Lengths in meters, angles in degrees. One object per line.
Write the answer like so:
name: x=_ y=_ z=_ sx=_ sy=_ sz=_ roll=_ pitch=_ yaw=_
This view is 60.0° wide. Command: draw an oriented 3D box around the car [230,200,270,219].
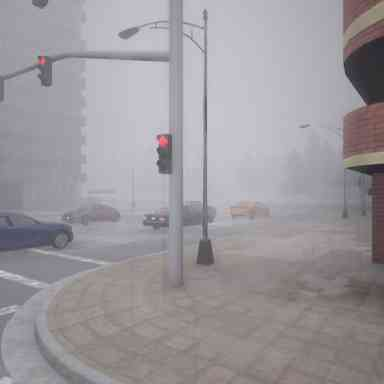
car: x=5.130 y=1.478 z=28.961 sx=1.882 sy=1.535 sz=5.008 roll=0 pitch=0 yaw=36

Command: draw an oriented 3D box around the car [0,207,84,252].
car: x=-6.837 y=1.478 z=12.342 sx=1.882 sy=1.535 sz=5.008 roll=0 pitch=0 yaw=36

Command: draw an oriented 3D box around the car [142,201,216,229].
car: x=-0.717 y=1.548 z=20.841 sx=2.033 sy=1.411 sz=5.357 roll=0 pitch=0 yaw=36

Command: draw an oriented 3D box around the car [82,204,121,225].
car: x=-7.213 y=1.564 z=24.111 sx=1.994 sy=1.385 sz=4.181 roll=0 pitch=0 yaw=36
